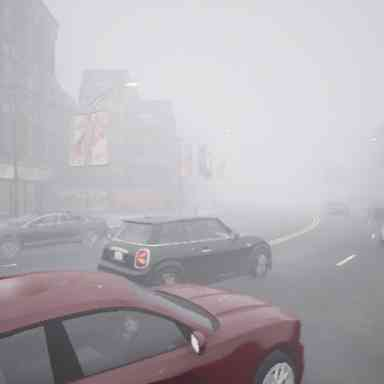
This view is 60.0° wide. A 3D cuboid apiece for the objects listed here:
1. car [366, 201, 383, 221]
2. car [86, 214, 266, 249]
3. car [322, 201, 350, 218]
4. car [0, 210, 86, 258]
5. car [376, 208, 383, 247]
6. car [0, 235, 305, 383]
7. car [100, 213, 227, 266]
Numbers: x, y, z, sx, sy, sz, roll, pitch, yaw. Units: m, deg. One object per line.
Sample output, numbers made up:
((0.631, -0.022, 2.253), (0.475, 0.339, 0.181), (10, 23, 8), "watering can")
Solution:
((15.525, 1.466, 27.005), (1.882, 1.535, 5.008), (0, 0, 19), "car")
((0.036, 1.346, 8.348), (4.553, 1.767, 2.097), (0, 0, -42), "car")
((13.017, 1.531, 30.316), (2.033, 1.411, 5.357), (0, 0, 16), "car")
((-5.635, 1.477, 12.724), (4.902, 1.511, 2.128), (0, 0, -43), "car")
((9.255, 1.520, 14.219), (1.812, 1.442, 4.674), (0, 0, 34), "car")
((-1.050, 1.475, 2.896), (5.008, 1.535, 1.882), (0, 0, -37), "car")
((-0.855, 1.589, 12.458), (1.895, 1.301, 4.718), (0, 0, 42), "car")
